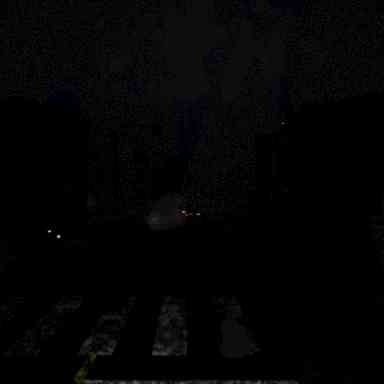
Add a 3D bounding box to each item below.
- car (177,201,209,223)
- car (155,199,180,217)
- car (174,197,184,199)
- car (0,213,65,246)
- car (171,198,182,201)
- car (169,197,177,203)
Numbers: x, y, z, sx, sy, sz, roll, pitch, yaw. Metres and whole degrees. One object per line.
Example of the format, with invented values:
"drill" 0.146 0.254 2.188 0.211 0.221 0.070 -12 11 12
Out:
"car" 0.201 1.778 28.051 2.033 1.411 5.357 0 0 -7
"car" -2.632 1.754 34.363 1.882 1.535 5.008 0 0 2
"car" -2.569 1.985 58.051 1.812 1.442 4.674 0 0 0
"car" -8.841 1.688 15.401 5.357 1.411 2.033 0 -2 -1
"car" -2.576 1.935 46.599 1.994 1.385 4.181 0 -1 0
"car" -5.348 2.285 93.838 1.752 1.417 4.829 1 -1 0
